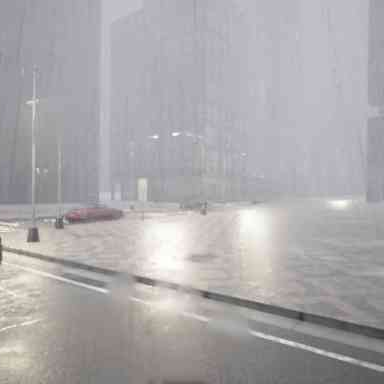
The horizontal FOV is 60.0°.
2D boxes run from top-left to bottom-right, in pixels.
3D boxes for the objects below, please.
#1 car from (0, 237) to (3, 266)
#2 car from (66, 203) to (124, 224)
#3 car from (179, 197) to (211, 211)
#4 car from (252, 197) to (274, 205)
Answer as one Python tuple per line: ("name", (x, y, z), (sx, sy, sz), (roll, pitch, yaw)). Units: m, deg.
("car", (-7.312, 1.463, 9.508), (5.008, 1.535, 1.882), (0, 0, 37))
("car", (-6.972, 1.509, 24.135), (1.994, 1.385, 4.181), (1, 0, 34))
("car", (0.425, 1.411, 39.679), (1.837, 1.490, 4.892), (1, 1, 37))
("car", (11.609, 1.548, 54.468), (1.895, 1.301, 4.718), (1, 1, 37))
